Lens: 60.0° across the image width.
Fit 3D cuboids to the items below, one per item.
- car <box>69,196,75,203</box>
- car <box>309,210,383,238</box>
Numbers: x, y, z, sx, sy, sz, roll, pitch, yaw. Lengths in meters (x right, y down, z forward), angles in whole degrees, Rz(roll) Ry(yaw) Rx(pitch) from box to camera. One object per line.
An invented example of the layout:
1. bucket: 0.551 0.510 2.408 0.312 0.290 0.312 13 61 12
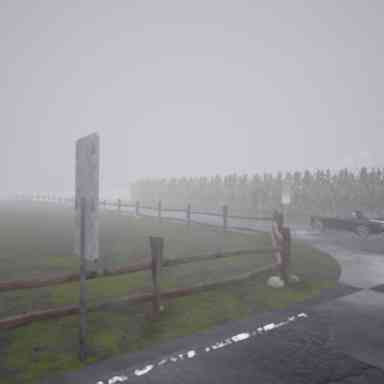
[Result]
1. car: -20.739 1.323 59.768 1.895 1.301 4.718 1 0 -34
2. car: 8.409 1.570 17.444 1.895 1.301 4.718 1 0 -24
